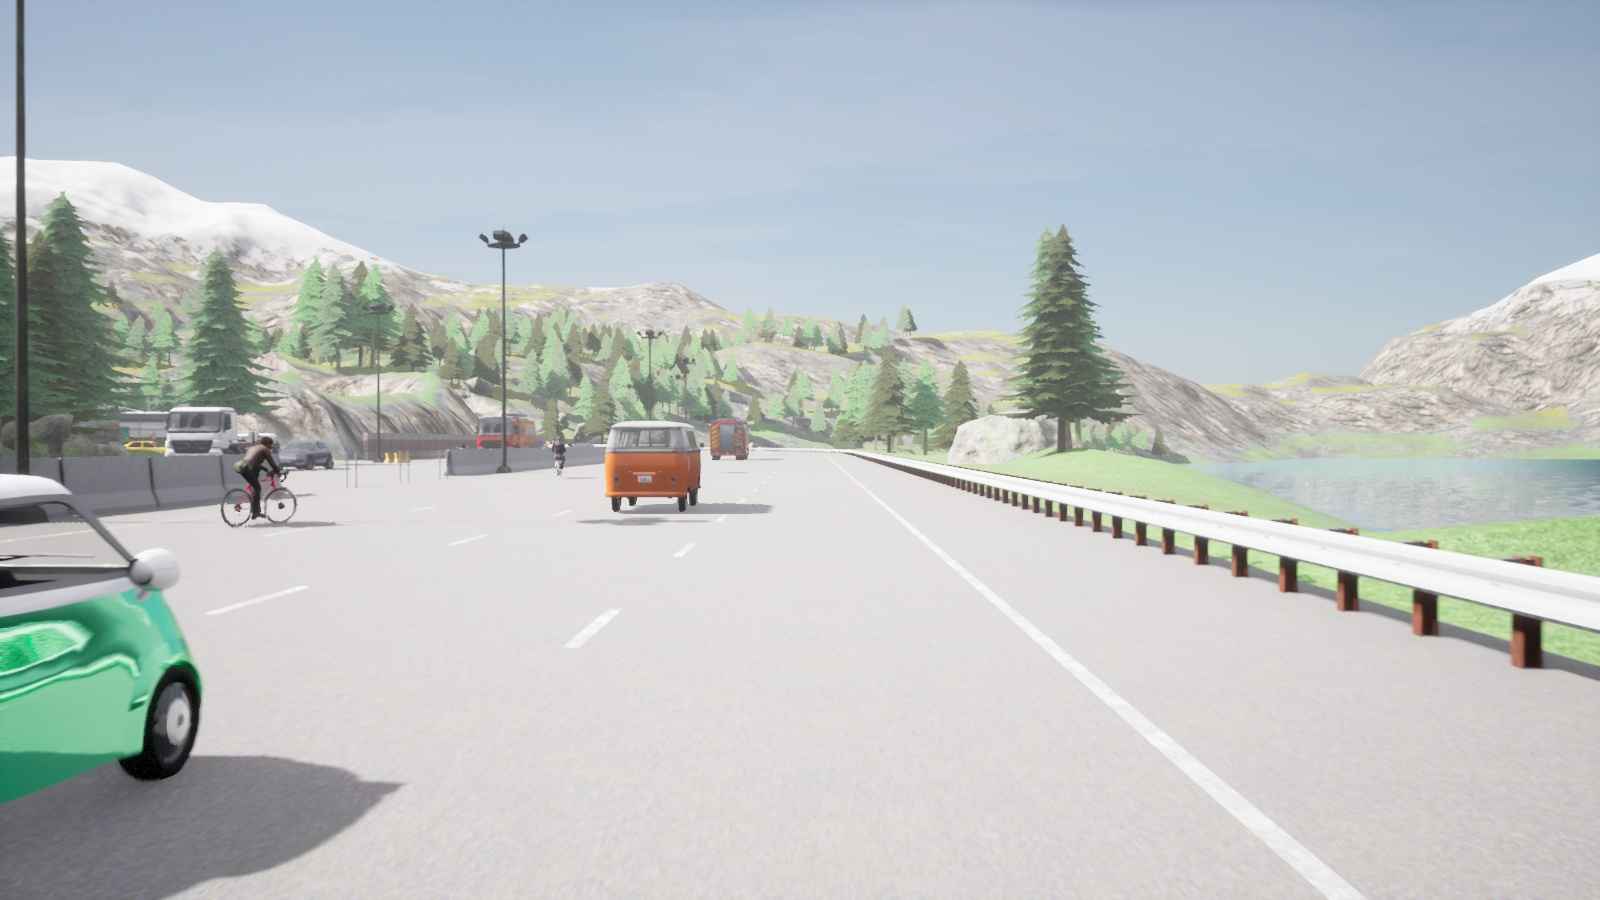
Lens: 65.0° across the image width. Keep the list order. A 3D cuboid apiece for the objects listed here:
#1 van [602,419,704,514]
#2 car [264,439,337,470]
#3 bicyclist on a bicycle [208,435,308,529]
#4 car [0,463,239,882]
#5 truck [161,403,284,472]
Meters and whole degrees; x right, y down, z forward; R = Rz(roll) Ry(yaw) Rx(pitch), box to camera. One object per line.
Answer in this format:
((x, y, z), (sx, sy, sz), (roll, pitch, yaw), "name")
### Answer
((-3.257, 0.330, 28.602), (1.775, 1.987, 4.442), (0, 0, 0), "van")
((-27.415, 0.249, 69.062), (2.033, 1.649, 4.856), (0, 0, 0), "car")
((-9.749, 0.559, 22.654), (0.582, 1.620, 1.656), (1, 0, 26), "bicyclist on a bicycle")
((-3.454, 0.769, 4.948), (1.481, 1.376, 2.207), (0, 1, 0), "car")
((-30.925, -0.657, 67.666), (2.891, 3.462, 7.936), (0, 0, 1), "truck")
